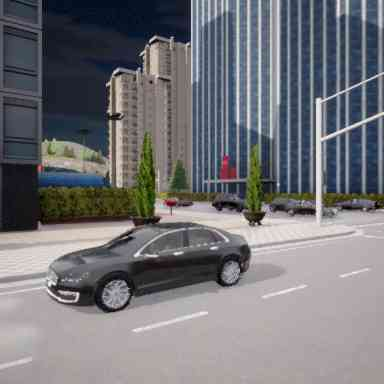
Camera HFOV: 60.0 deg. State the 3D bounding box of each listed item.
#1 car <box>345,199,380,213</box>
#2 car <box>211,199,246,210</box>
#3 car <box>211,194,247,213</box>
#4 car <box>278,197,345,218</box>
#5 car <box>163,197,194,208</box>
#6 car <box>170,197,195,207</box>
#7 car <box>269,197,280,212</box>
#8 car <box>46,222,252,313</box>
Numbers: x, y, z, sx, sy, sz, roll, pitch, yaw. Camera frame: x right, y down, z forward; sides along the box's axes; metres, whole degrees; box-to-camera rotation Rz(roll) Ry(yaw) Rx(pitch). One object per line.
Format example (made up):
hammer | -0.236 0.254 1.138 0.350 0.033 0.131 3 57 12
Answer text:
car | 18.265 1.491 37.112 2.128 1.511 4.902 0 0 -35
car | 4.702 1.601 43.690 1.895 1.301 4.718 0 0 -36
car | 4.788 1.221 37.603 2.150 2.045 5.566 0 0 -36
car | 10.525 1.491 29.687 2.128 1.511 4.902 0 0 -36
car | -2.196 1.478 47.263 1.882 1.535 5.008 0 0 -36
car | -1.557 1.564 52.363 1.994 1.385 4.181 0 0 -36
car | 10.558 1.352 35.600 2.097 1.767 4.553 0 0 -36
car | -0.741 1.505 7.764 4.892 1.490 1.837 0 0 -36
